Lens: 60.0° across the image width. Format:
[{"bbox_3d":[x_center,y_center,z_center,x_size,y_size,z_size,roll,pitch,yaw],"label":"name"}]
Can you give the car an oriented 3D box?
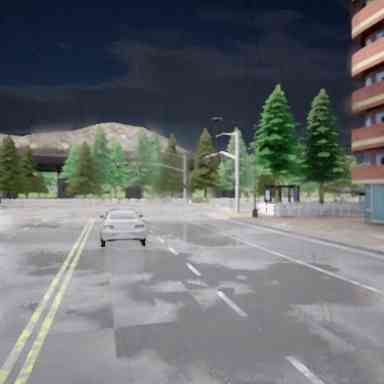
[{"bbox_3d":[-3.146,1.476,15.010,1.812,1.442,4.674,0,0,-14],"label":"car"}]
